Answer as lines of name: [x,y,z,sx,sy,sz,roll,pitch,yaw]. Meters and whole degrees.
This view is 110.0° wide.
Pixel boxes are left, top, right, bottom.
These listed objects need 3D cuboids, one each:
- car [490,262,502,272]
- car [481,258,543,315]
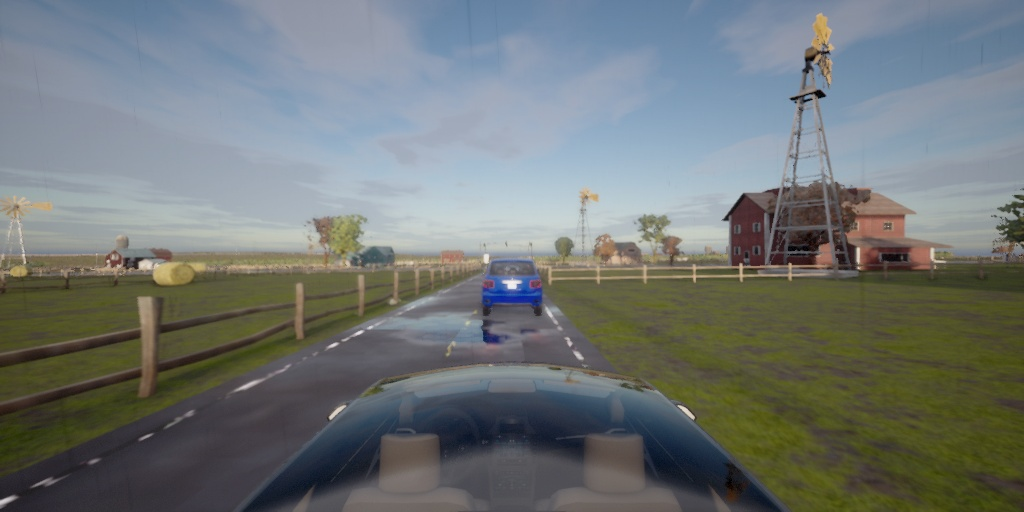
car: [-2.784,1.894,62.854,1.837,1.490,4.892,0,-1,1]
car: [0.016,1.103,14.407,2.150,2.045,5.566,0,0,0]
